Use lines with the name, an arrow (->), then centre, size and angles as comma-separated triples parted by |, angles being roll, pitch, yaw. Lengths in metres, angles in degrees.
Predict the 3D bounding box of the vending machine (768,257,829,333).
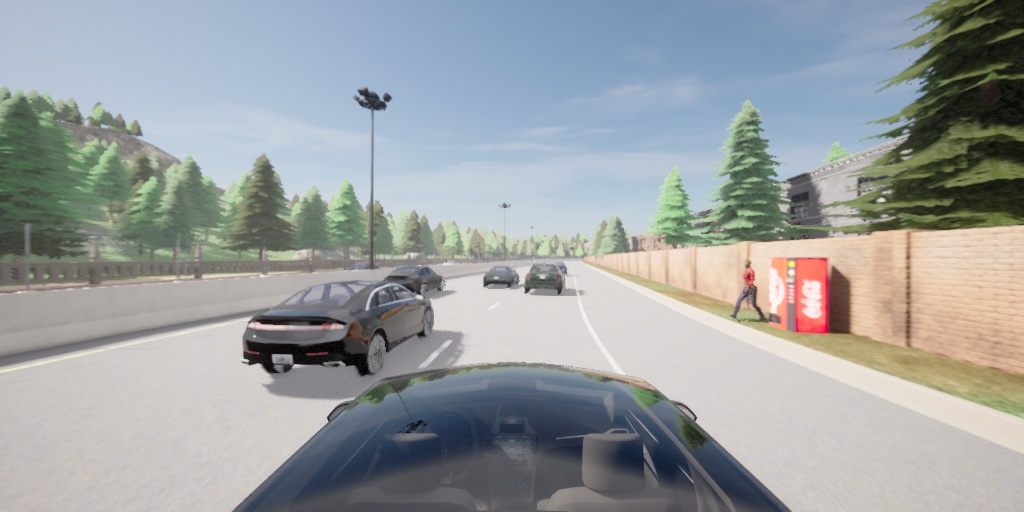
vending machine -> 7.472, 1.013, 9.423 | 1.100, 2.100, 0.880 | 0, 0, 6

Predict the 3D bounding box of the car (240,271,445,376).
car -> -3.062, 1.243, 7.459 | 2.128, 1.511, 4.902 | 0, 0, 4

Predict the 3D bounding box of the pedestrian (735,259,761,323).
pedestrian -> 6.782, 0.957, 10.298 | 0.375, 1.860, 0.375 | 0, 0, 7

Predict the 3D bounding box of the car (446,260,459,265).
car -> -9.795, 1.407, 57.620 | 1.812, 1.442, 4.674 | 0, 0, 9

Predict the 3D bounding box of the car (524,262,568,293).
car -> 2.046, 1.188, 21.433 | 2.097, 1.767, 4.553 | 0, 0, 11

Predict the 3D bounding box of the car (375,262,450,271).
car -> -5.138, 1.285, 19.386 | 1.837, 1.490, 4.892 | 0, 0, 8

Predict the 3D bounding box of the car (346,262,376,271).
car -> -16.334, 1.348, 39.400 | 1.994, 1.385, 4.181 | 0, 0, 9

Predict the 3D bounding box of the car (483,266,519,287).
car -> -0.703, 1.388, 25.145 | 1.994, 1.385, 4.181 | 0, 0, 9

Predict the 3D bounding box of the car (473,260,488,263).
car -> -5.513, 1.405, 62.138 | 1.882, 1.535, 5.008 | 0, 0, 9
